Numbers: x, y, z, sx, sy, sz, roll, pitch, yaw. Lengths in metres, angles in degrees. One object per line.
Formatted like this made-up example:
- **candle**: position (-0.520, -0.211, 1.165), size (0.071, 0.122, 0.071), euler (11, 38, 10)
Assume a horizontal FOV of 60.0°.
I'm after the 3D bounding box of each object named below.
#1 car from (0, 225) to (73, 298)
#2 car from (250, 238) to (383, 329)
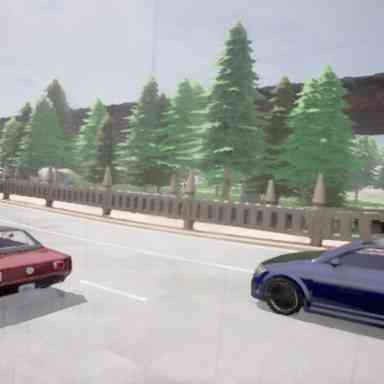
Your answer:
- **car**: position (-4.854, 1.408, 7.454), size (4.718, 1.301, 1.895), euler (3, 2, 35)
- **car**: position (3.201, 1.553, 6.008), size (4.181, 1.385, 1.994), euler (1, 0, 35)
